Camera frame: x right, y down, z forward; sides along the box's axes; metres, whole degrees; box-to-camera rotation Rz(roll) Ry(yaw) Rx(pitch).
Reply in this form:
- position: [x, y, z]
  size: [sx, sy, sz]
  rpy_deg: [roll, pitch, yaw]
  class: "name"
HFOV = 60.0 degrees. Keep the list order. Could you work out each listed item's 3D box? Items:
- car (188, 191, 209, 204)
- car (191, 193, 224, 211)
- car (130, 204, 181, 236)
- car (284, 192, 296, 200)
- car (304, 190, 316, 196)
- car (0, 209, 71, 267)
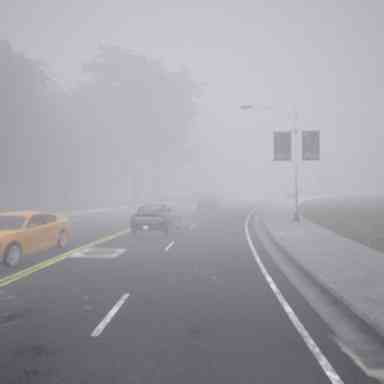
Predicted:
- position: [1.346, 0.824, 54.771]
  size: [2.150, 2.045, 5.566]
  rpy_deg: [0, 1, 23]
  class: "car"
- position: [1.858, 1.234, 35.624]
  size: [2.128, 1.511, 4.902]
  rpy_deg: [0, 0, 15]
  class: "car"
- position: [-1.803, 1.378, 17.561]
  size: [2.128, 1.511, 4.902]
  rpy_deg: [0, 0, 7]
  class: "car"
- position: [20.060, 0.748, 67.633]
  size: [1.837, 1.490, 4.892]
  rpy_deg: [-1, 1, 31]
  class: "car"
- position: [29.443, 0.276, 83.002]
  size: [1.812, 1.442, 4.674]
  rpy_deg: [-1, 1, 40]
  class: "car"
- position: [-5.963, 1.407, 11.379]
  size: [1.882, 1.535, 5.008]
  rpy_deg: [0, 0, 5]
  class: "car"
